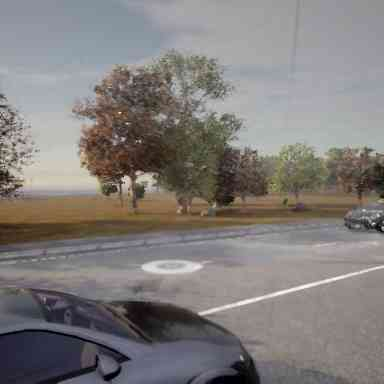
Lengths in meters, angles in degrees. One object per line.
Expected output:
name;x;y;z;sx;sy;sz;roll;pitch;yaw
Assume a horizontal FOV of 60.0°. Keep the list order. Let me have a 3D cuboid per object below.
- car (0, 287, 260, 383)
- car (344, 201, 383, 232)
car;-1.400;1.562;2.730;4.181;1.385;1.994;0;0;-35
car;11.223;1.343;19.927;4.553;1.767;2.097;0;0;-32
